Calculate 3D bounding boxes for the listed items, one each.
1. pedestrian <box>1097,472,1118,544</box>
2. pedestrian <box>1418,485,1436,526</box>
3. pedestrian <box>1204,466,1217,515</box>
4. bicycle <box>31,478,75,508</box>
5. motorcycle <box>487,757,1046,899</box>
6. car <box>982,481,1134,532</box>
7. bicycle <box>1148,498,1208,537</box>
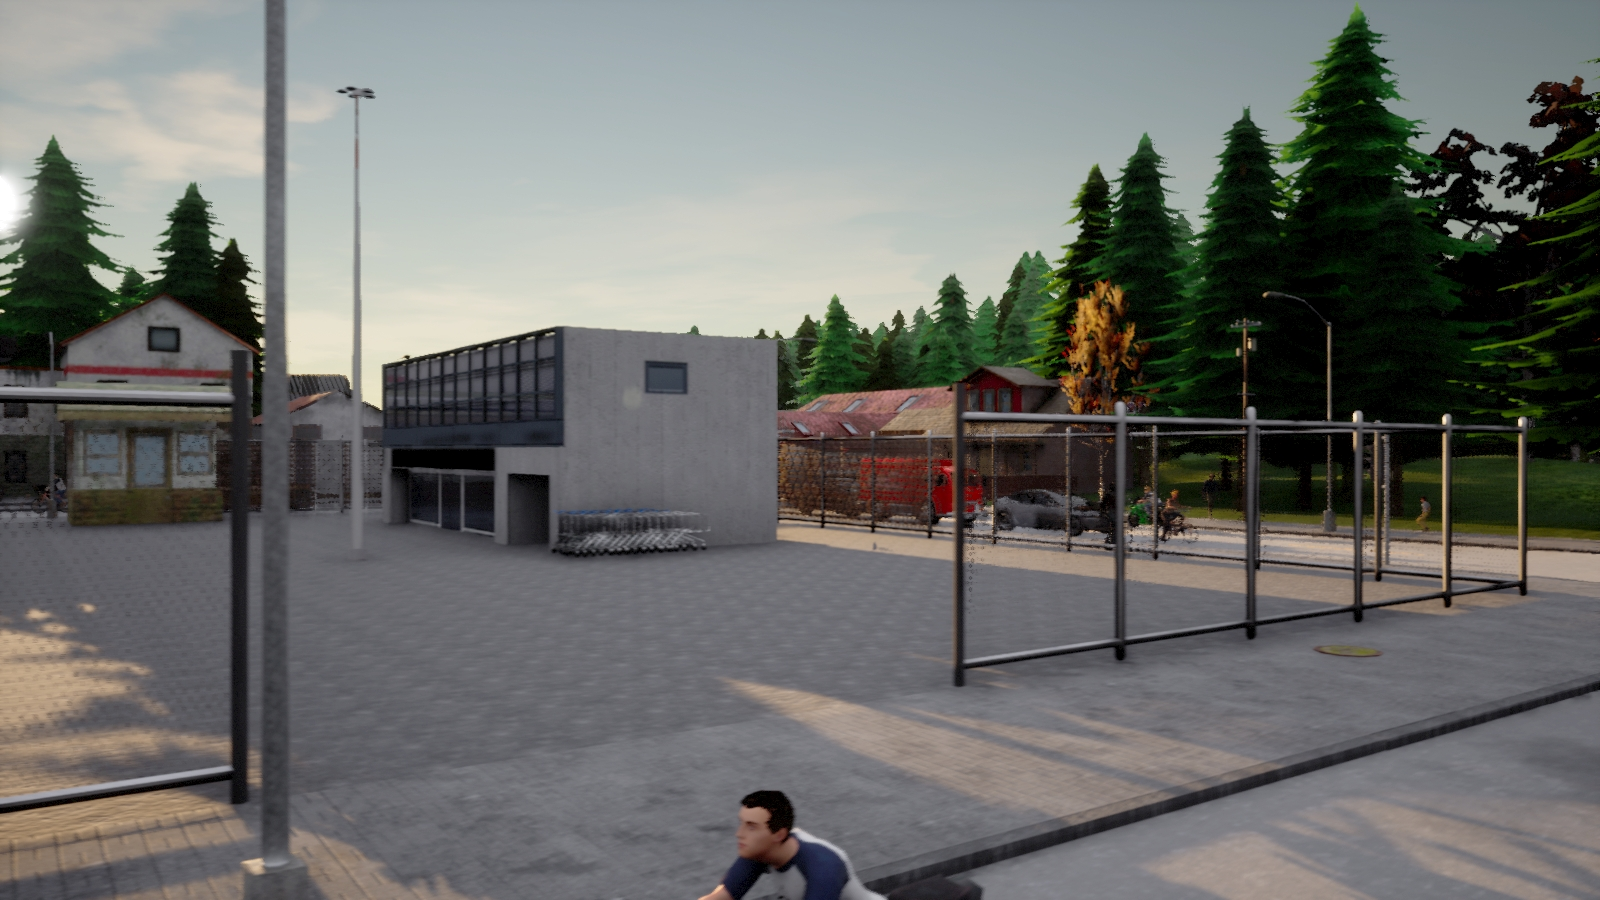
[{"bbox_3d":[8.102,1.516,30.098,0.375,1.860,0.375,0,0,-35],"label":"pedestrian"},{"bbox_3d":[20.486,1.805,37.330,0.375,1.300,0.375,0,0,-39],"label":"pedestrian"},{"bbox_3d":[15.515,1.524,43.150,0.375,1.860,0.375,0,0,2],"label":"pedestrian"},{"bbox_3d":[-33.460,1.936,51.178,1.643,1.296,0.373,0,0,-35],"label":"bicycle"},{"bbox_3d":[-0.066,1.993,4.371,2.033,1.145,0.803,0,0,-35],"label":"motorcycle"},{"bbox_3d":[8.629,1.843,38.572,2.163,1.488,4.792,0,0,-35],"label":"car"},{"bbox_3d":[11.430,2.036,34.570,0.859,1.080,1.487,0,0,-35],"label":"bicycle"}]
